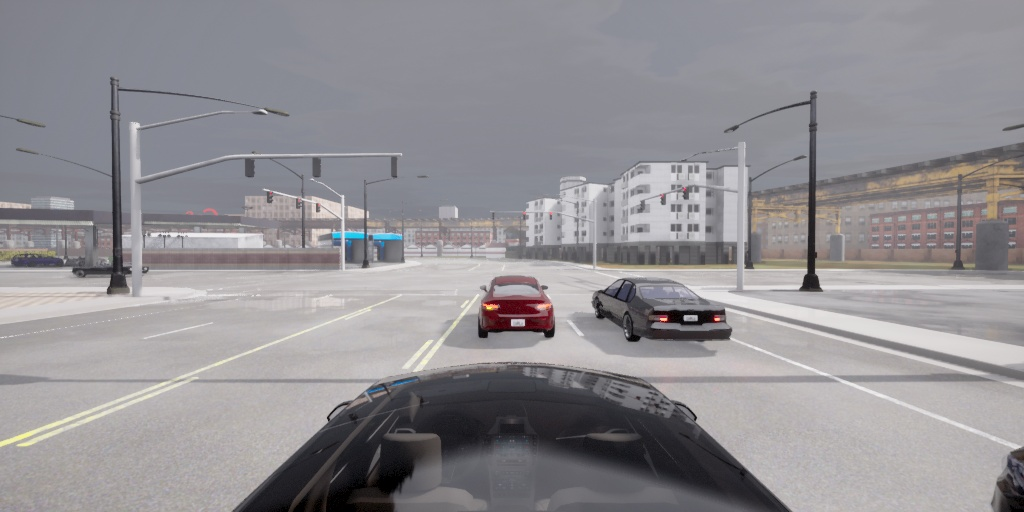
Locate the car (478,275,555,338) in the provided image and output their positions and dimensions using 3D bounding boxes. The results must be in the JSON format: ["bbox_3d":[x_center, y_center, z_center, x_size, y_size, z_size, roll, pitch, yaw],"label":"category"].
[{"bbox_3d":[0.070,1.256,9.988,1.812,1.442,4.674,0,0,-1],"label":"car"}]

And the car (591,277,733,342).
[{"bbox_3d":[3.581,1.282,9.704,2.033,1.411,5.357,0,0,0],"label":"car"}]

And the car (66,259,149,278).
[{"bbox_3d":[-33.773,1.134,30.175,4.718,1.301,1.895,0,1,-1],"label":"car"}]
